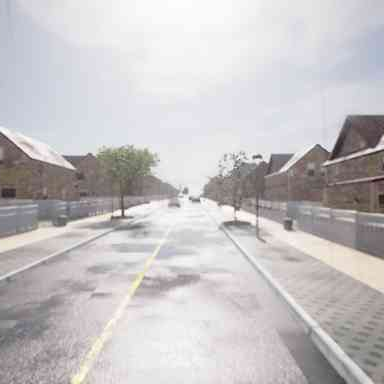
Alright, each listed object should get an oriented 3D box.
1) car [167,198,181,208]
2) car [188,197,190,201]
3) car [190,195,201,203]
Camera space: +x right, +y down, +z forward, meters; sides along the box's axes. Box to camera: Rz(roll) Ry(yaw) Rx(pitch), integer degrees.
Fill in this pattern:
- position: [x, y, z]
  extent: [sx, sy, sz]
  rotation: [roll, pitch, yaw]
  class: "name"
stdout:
- position: [-2.816, 1.730, 53.259]
  extent: [1.812, 1.442, 4.674]
  rotation: [0, 0, 0]
  class: "car"
- position: [-0.022, 1.832, 94.623]
  extent: [1.837, 1.490, 4.892]
  rotation: [0, 0, 0]
  class: "car"
- position: [0.945, 1.806, 76.052]
  extent: [1.882, 1.535, 5.008]
  rotation: [0, 0, 0]
  class: "car"
